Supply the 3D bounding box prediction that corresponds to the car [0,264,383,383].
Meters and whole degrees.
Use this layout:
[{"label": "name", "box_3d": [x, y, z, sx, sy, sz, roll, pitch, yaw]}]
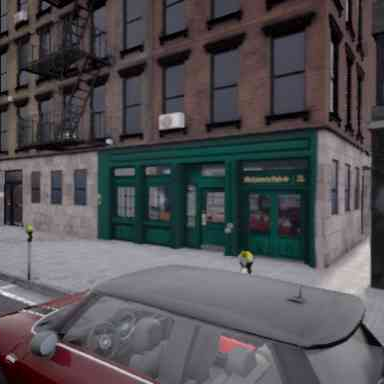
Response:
[{"label": "car", "box_3d": [-0.324, 1.428, 3.039, 4.097, 1.590, 1.967, 0, 0, 35]}]
